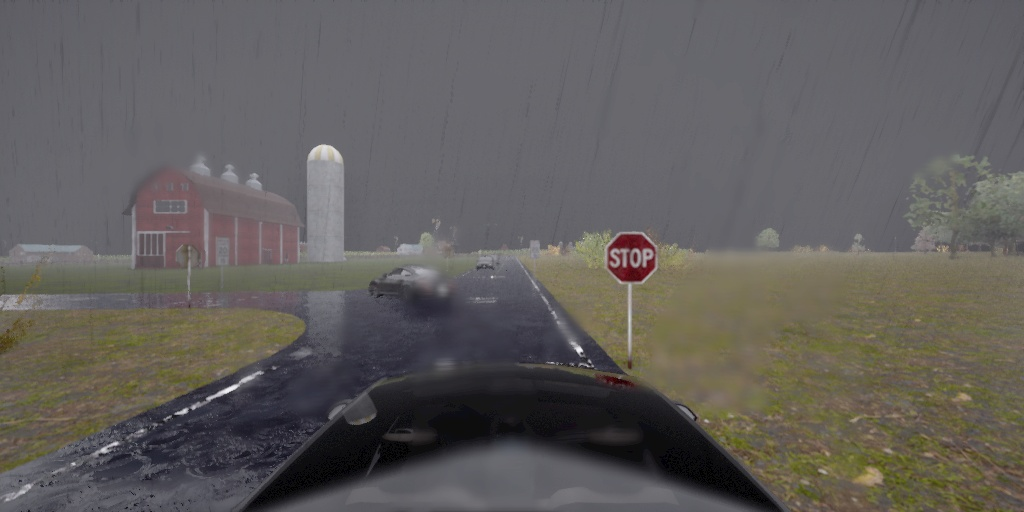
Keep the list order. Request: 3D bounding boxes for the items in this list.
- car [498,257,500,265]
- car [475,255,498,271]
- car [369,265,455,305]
[{"bbox_3d":[-2.825,0.564,54.170,2.128,1.511,4.902,0,1,0],"label":"car"},{"bbox_3d":[-2.841,0.768,39.068,1.837,1.490,4.892,0,1,0],"label":"car"},{"bbox_3d":[-4.242,1.108,15.047,4.674,1.442,1.812,0,0,44],"label":"car"}]
